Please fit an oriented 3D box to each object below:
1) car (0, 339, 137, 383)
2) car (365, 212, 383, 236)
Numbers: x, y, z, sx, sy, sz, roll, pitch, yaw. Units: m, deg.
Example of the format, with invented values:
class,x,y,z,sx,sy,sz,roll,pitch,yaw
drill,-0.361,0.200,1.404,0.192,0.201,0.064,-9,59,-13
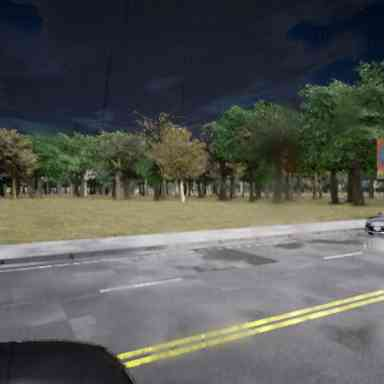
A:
class,x,y,z,sx,sy,sz,roll,pitch,yaw
car,-2.194,1.568,1.725,4.181,1.385,1.994,0,0,-29
car,10.650,1.403,16.425,4.902,1.511,2.128,0,0,-29
